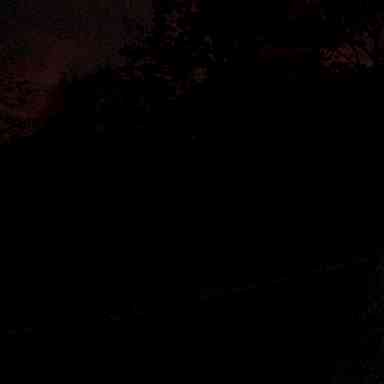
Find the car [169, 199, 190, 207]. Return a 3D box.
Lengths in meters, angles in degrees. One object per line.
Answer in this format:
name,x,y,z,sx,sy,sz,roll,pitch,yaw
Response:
car,-2.602,2.309,69.033,2.002,1.452,4.674,0,0,-36

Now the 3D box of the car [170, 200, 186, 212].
car,-3.517,2.298,52.312,2.231,1.521,4.892,0,0,-36

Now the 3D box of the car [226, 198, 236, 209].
car,5.545,2.295,58.740,2.163,1.488,4.792,0,0,-36

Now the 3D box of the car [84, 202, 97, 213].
car,-14.789,2.333,44.218,2.163,1.488,4.792,0,0,-36

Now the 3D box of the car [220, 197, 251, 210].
car,7.769,1.998,60.399,2.435,2.045,5.566,0,0,-36

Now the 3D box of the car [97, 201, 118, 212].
car,-12.544,2.303,45.850,2.231,1.521,4.892,0,0,-36

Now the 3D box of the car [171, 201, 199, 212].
car,-1.255,2.293,53.926,2.097,1.535,5.008,0,0,-36

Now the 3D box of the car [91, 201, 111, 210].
car,-16.293,2.340,59.250,2.002,1.452,4.674,0,0,-36

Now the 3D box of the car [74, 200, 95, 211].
car,-18.683,2.298,57.773,1.946,1.575,5.366,0,0,-36

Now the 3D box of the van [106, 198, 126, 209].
van,-13.945,2.073,60.786,1.878,1.987,4.442,0,0,-36
